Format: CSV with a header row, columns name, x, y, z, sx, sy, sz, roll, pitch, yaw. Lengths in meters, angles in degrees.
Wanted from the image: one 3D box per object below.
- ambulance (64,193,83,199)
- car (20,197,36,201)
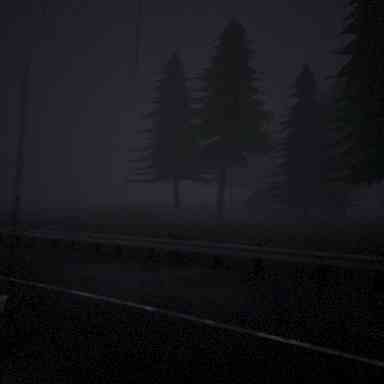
name,x,y,z,sx,sy,sz,roll,pitch,yaw
ambulance,-27.475,1.426,76.615,2.351,2.431,6.366,-1,0,5
car,-37.981,2.016,77.089,2.128,1.511,4.902,-1,0,5
